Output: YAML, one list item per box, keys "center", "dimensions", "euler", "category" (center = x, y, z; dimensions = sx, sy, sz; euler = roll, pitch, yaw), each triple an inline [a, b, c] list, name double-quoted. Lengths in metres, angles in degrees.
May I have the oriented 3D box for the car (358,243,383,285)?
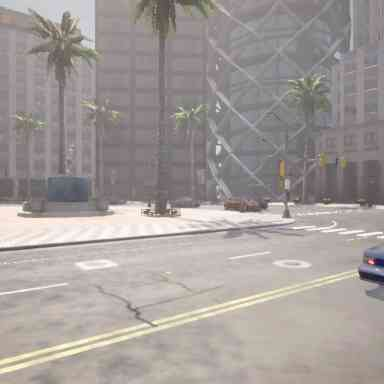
- center: [6.251, 1.547, 8.230]
  dimensions: [5.357, 1.411, 2.033]
  euler: [0, 0, -35]
  category: "car"

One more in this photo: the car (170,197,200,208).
- center: [-0.926, 1.563, 46.519]
  dimensions: [4.181, 1.385, 1.994]
  euler: [0, 0, 34]
  category: "car"

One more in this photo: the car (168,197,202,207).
- center: [-1.078, 1.492, 50.753]
  dimensions: [4.902, 1.511, 2.128]
  euler: [0, 0, 29]
  category: "car"

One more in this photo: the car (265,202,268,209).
- center: [7.585, 1.478, 43.233]
  dimensions: [1.882, 1.535, 5.008]
  euler: [0, 0, -41]
  category: "car"

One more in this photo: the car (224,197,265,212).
- center: [5.940, 1.352, 39.669]
  dimensions: [2.097, 1.767, 4.553]
  euler: [0, 0, -39]
  category: "car"

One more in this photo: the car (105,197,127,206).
- center: [-13.136, 1.526, 55.081]
  dimensions: [4.674, 1.442, 1.812]
  euler: [0, 0, 8]
  category: "car"
